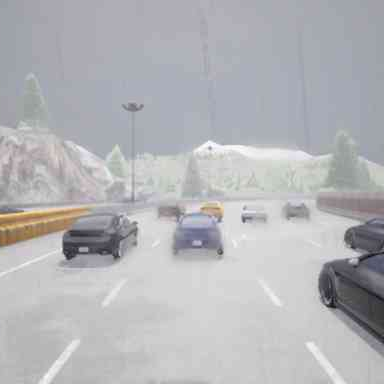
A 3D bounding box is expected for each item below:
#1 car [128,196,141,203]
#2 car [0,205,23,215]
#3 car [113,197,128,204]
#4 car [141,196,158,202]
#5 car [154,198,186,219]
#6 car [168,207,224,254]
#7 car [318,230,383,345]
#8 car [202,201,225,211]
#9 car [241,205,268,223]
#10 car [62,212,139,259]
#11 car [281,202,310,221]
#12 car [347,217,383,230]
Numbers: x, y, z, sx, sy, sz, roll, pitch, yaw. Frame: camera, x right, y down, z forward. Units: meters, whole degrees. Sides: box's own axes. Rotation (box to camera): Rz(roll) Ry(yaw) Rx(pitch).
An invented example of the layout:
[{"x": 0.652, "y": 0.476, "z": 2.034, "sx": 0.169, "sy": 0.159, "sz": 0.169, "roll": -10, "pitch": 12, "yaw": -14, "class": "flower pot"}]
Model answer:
[{"x": -10.104, "y": 1.502, "z": 66.313, "sx": 2.097, "sy": 1.767, "sz": 4.553, "roll": 0, "pitch": 0, "yaw": 21, "class": "car"}, {"x": -13.404, "y": 1.598, "z": 22.155, "sx": 2.033, "sy": 1.411, "sz": 5.357, "roll": 0, "pitch": 0, "yaw": 5, "class": "car"}, {"x": -13.878, "y": 1.664, "z": 66.292, "sx": 2.128, "sy": 1.511, "sz": 4.902, "roll": 0, "pitch": 0, "yaw": 21, "class": "car"}, {"x": -7.406, "y": 1.667, "z": 63.572, "sx": 1.812, "sy": 1.442, "sz": 4.674, "roll": 0, "pitch": 0, "yaw": 21, "class": "car"}, {"x": -1.698, "y": 1.544, "z": 29.642, "sx": 1.882, "sy": 1.535, "sz": 5.008, "roll": 0, "pitch": 0, "yaw": 8, "class": "car"}, {"x": 0.261, "y": 1.556, "z": 13.499, "sx": 1.812, "sy": 1.442, "sz": 4.674, "roll": 0, "pitch": 0, "yaw": 2, "class": "car"}, {"x": 3.606, "y": 1.576, "z": 5.266, "sx": 1.994, "sy": 1.385, "sz": 4.181, "roll": 0, "pitch": 0, "yaw": 0, "class": "car"}, {"x": 1.835, "y": 1.544, "z": 29.632, "sx": 1.882, "sy": 1.535, "sz": 5.008, "roll": 0, "pitch": 0, "yaw": 8, "class": "car"}, {"x": 4.885, "y": 1.660, "z": 26.520, "sx": 1.895, "sy": 1.301, "sz": 4.718, "roll": 0, "pitch": 0, "yaw": 7, "class": "car"}, {"x": -3.265, "y": 1.534, "z": 12.664, "sx": 1.837, "sy": 1.490, "sz": 4.892, "roll": 0, "pitch": 0, "yaw": 2, "class": "car"}, {"x": 8.668, "y": 1.554, "z": 28.069, "sx": 2.128, "sy": 1.511, "sz": 4.902, "roll": 0, "pitch": 0, "yaw": 8, "class": "car"}, {"x": 7.215, "y": 1.590, "z": 12.001, "sx": 1.994, "sy": 1.385, "sz": 4.181, "roll": 0, "pitch": 0, "yaw": 1, "class": "car"}]
